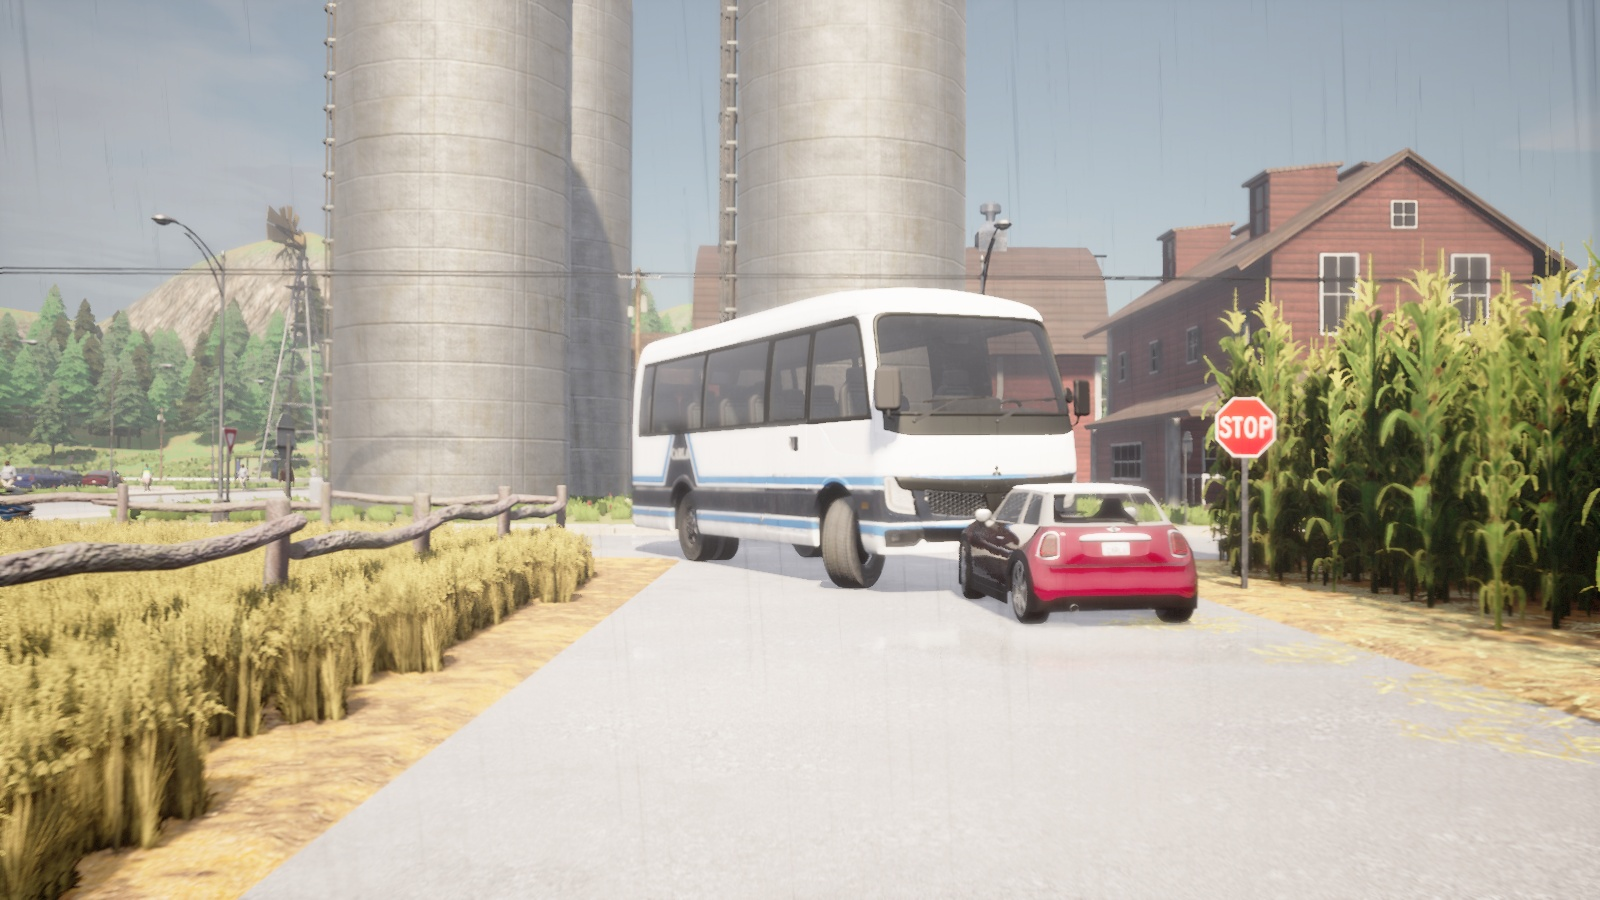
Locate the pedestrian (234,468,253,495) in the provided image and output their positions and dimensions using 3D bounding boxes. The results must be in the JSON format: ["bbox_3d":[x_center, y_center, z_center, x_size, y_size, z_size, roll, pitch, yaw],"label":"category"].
[{"bbox_3d":[-38.559,2.174,87.048,0.874,1.855,0.900,0,-1,0],"label":"pedestrian"}]

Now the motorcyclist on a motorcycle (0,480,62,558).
[{"bbox_3d":[-16.241,1.386,25.338,2.191,1.530,0.866,0,-1,0],"label":"motorcyclist on a motorcycle"}]

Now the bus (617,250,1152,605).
[{"bbox_3d":[0.583,-0.187,20.517,3.944,4.253,10.273,-1,-1,-27],"label":"bus"}]

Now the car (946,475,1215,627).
[{"bbox_3d":[3.090,1.059,14.685,1.970,1.475,3.806,-1,-1,-5],"label":"car"}]

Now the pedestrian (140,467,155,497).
[{"bbox_3d":[-42.842,2.119,82.455,0.659,1.952,0.873,0,-1,-15],"label":"pedestrian"}]

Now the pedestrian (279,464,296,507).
[{"bbox_3d":[-22.120,1.534,54.172,0.431,1.840,0.703,0,-1,3],"label":"pedestrian"}]

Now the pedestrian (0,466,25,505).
[{"bbox_3d":[-38.220,1.714,60.770,0.874,1.855,0.900,0,-1,-2],"label":"pedestrian"}]
